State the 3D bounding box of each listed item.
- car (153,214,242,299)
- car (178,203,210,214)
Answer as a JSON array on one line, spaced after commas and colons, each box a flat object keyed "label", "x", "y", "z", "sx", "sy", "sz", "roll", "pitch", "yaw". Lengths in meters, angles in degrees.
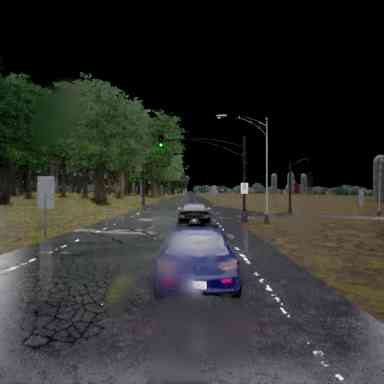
[{"label": "car", "x": 0.119, "y": 1.515, "z": 8.326, "sx": 1.812, "sy": 1.442, "sz": 4.674, "roll": 0, "pitch": 0, "yaw": 0}, {"label": "car", "x": 0.139, "y": 1.411, "z": 21.033, "sx": 1.882, "sy": 1.535, "sz": 5.008, "roll": 0, "pitch": 0, "yaw": 0}]
